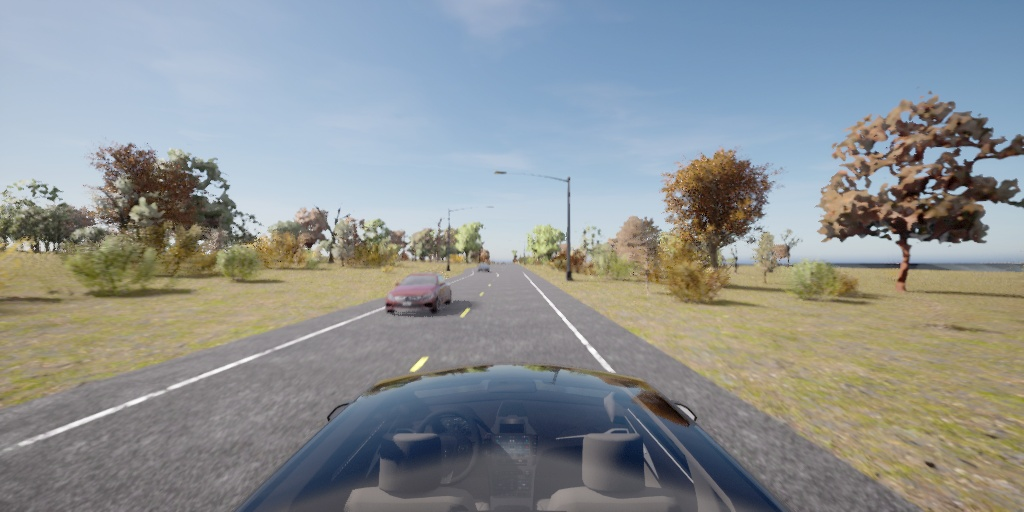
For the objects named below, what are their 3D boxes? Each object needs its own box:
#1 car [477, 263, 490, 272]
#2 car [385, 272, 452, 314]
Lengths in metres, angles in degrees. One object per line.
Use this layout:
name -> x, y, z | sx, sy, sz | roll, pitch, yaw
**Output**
car -> -4.564, 1.881, 57.773 | 1.812, 1.442, 4.674 | 0, -1, -6
car -> -3.601, 1.409, 14.611 | 1.812, 1.442, 4.674 | 0, -1, 0
